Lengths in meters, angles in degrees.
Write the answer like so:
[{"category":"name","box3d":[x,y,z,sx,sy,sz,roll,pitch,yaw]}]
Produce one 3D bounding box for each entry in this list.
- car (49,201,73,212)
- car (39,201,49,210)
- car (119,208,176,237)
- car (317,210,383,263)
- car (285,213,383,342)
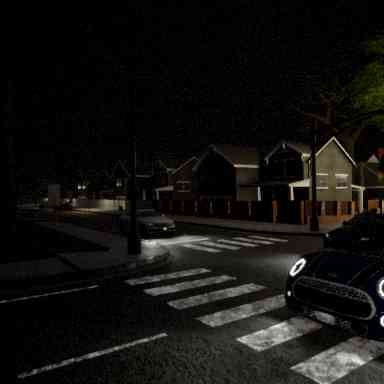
[{"category":"car","box3d":[-18.257,1.984,47.009,2.128,1.511,4.902,-1,0,-34]},{"category":"car","box3d":[-24.231,2.185,55.540,1.994,1.385,4.181,-1,0,-35]},{"category":"car","box3d":[-2.798,1.717,19.744,1.812,1.442,4.674,-1,0,-35]},{"category":"car","box3d":[6.916,1.526,12.543,4.674,1.442,1.812,0,0,-35]},{"category":"car","box3d":[3.893,1.350,6.423,4.553,1.767,2.097,0,0,-35]}]
